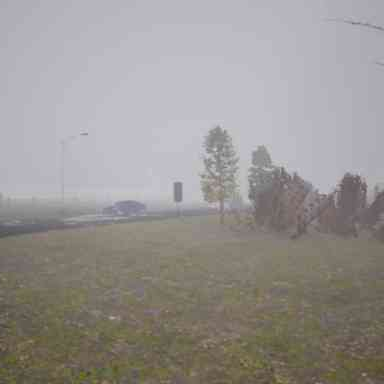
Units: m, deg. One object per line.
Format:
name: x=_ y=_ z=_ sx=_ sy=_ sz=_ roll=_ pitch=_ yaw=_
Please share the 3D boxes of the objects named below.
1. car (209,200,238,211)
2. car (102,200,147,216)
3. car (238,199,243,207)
car: x=3.801 y=1.628 z=42.512 sx=1.812 sy=1.442 sz=4.674 roll=-1 pitch=-1 yaw=31
car: x=-6.531 y=1.495 z=32.466 sx=1.882 sy=1.535 sz=5.008 roll=-1 pitch=-1 yaw=32
car: x=6.351 y=1.461 z=53.609 sx=2.150 sy=2.045 sz=5.566 roll=-1 pitch=-1 yaw=32
